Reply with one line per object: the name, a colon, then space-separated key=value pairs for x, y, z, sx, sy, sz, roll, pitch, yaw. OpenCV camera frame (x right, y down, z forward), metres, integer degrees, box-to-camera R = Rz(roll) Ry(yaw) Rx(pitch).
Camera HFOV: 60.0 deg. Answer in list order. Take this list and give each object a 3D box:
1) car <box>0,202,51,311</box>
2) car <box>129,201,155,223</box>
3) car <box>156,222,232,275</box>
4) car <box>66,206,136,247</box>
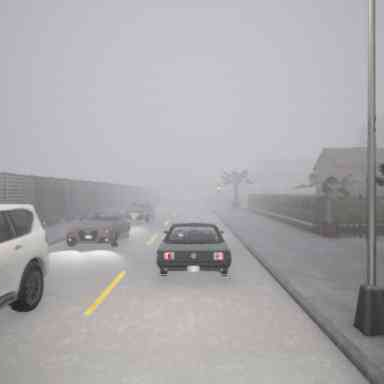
car: x=-4.077 y=1.212 z=4.823 sx=2.150 sy=2.045 sz=5.566 roll=0 pitch=0 yaw=0
car: x=-3.931 y=1.462 z=25.252 sx=2.128 sy=1.511 sz=4.902 roll=0 pitch=0 yaw=1
car: x=0.057 y=1.591 z=10.346 sx=1.895 sy=1.301 sz=4.718 roll=0 pitch=0 yaw=0
car: x=-4.012 y=1.545 z=14.882 sx=1.994 sy=1.385 sz=4.181 roll=0 pitch=0 yaw=0
